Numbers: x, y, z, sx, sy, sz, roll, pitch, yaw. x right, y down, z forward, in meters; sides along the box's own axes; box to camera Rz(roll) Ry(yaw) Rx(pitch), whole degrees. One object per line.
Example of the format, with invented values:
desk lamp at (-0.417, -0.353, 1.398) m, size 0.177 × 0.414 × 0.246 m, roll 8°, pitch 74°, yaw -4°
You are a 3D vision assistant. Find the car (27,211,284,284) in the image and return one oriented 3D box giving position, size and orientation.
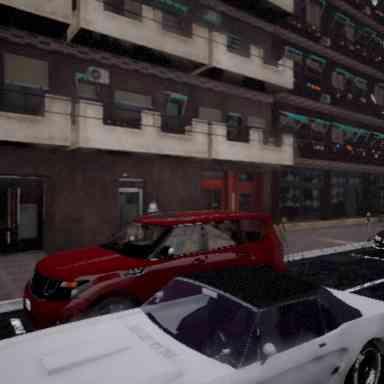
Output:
car at (-0.336, 1.329, 6.316) m, size 5.009 × 1.841 × 2.192 m, roll 0°, pitch 0°, yaw -35°

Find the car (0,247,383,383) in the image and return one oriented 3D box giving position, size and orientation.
car at (0.292, 1.611, 3.570) m, size 4.718 × 1.301 × 1.895 m, roll 0°, pitch 0°, yaw -35°

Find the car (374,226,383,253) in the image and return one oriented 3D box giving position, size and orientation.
car at (8.681, 1.614, 12.750) m, size 4.403 × 1.369 × 2.008 m, roll 0°, pitch 0°, yaw -36°
